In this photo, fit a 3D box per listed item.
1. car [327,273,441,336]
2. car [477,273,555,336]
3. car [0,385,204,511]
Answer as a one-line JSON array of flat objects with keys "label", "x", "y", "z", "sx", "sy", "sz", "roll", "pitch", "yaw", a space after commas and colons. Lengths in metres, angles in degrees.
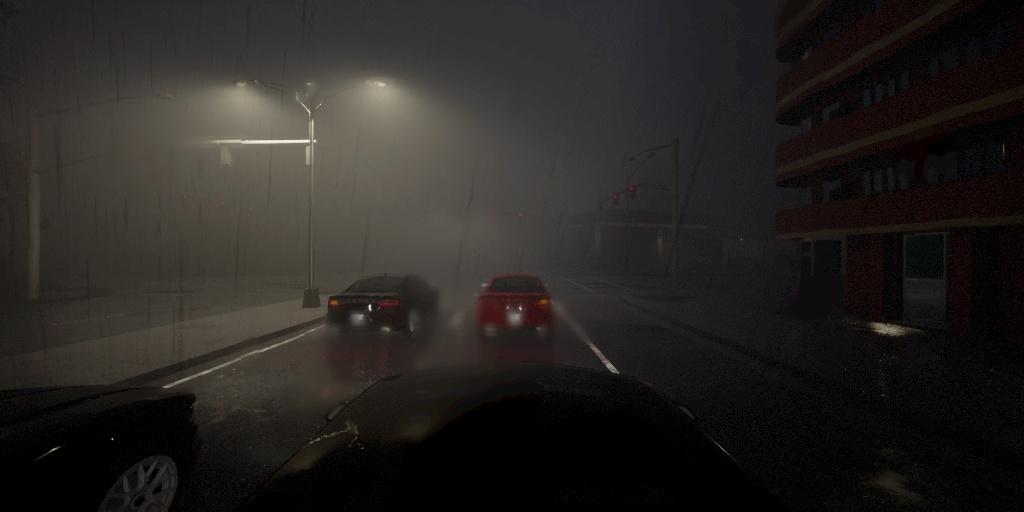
[{"label": "car", "x": -3.392, "y": 1.228, "z": 10.447, "sx": 1.882, "sy": 1.535, "sz": 5.008, "roll": 0, "pitch": 0, "yaw": 0}, {"label": "car", "x": 0.113, "y": 1.228, "z": 10.460, "sx": 1.882, "sy": 1.535, "sz": 5.008, "roll": 0, "pitch": 0, "yaw": 1}, {"label": "car", "x": -3.409, "y": 1.228, "z": 0.794, "sx": 1.882, "sy": 1.535, "sz": 5.008, "roll": 0, "pitch": 0, "yaw": 0}]
